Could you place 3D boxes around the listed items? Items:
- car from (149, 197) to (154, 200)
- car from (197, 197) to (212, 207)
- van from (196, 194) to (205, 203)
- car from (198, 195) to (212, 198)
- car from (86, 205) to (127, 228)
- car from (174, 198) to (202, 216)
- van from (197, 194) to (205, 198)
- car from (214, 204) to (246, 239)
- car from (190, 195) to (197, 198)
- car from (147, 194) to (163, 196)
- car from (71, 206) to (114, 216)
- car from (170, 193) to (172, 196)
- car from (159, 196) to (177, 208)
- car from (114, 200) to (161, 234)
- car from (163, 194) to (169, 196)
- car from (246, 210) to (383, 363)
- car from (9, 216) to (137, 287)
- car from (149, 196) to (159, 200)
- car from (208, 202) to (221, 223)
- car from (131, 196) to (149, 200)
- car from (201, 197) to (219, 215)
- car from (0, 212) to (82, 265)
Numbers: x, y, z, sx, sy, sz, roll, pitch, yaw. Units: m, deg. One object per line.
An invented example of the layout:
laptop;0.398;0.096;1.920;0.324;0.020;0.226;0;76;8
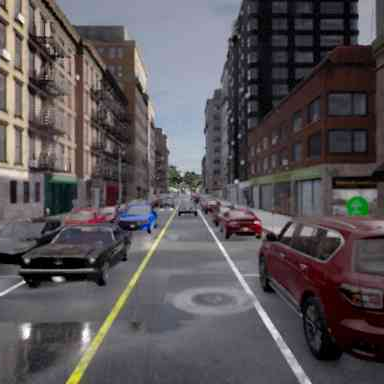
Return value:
car;-5.978;1.607;39.838;1.802;1.307;4.206;0;0;-1
car;1.882;1.546;51.311;2.008;1.369;4.403;0;0;-1
van;1.624;1.334;68.345;1.690;1.788;3.998;0;0;-1
car;2.053;1.436;39.954;1.967;1.590;4.097;0;0;-1
car;-5.719;1.606;22.805;1.802;1.307;4.206;0;0;-1
car;-0.406;1.552;32.281;2.033;1.411;5.357;0;0;0
van;1.967;1.337;45.632;1.690;1.788;3.998;0;0;-1
car;2.395;1.539;17.241;1.887;1.381;4.507;0;0;-1
car;-0.642;1.531;47.604;1.812;1.442;4.674;0;0;0
car;-6.152;1.340;51.193;2.192;1.841;5.009;0;0;-1
car;-5.632;1.568;17.127;1.887;1.381;4.507;0;0;-1
car;-6.584;1.335;79.582;2.192;1.841;5.009;0;0;-1
car;-3.445;1.595;47.170;1.994;1.385;4.181;0;0;-1
car;-3.114;1.492;19.677;1.882;1.535;5.008;0;0;-1
car;-6.411;1.338;68.227;2.192;1.841;5.009;0;0;-1
car;2.566;1.307;5.885;2.192;1.841;5.009;0;0;-1
car;-2.977;1.614;9.538;1.895;1.301;4.718;0;0;-1
car;-6.065;1.591;45.515;1.947;1.339;4.313;0;0;-1
car;2.310;1.577;22.919;1.802;1.307;4.206;0;0;-1
car;-5.892;1.465;34.160;1.967;1.590;4.097;0;0;-1
car;2.138;1.540;34.276;1.887;1.381;4.507;0;0;-1
car;-5.546;1.588;11.449;1.947;1.339;4.313;0;0;-1
